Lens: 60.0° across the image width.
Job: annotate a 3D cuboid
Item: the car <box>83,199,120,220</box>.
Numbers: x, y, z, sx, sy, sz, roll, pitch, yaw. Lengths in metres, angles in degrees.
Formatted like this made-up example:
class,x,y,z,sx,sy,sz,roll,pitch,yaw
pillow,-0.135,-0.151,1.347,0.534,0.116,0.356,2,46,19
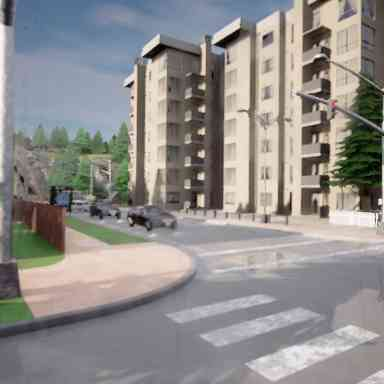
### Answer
class,x,y,z,sx,sy,sz,roll,pitch,yaw
car,-7.942,1.627,30.261,2.128,1.511,4.902,1,0,-32

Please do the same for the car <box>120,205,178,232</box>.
class,x,y,z,sx,sy,sz,roll,pitch,yaw
car,-2.677,1.627,21.680,2.128,1.511,4.902,1,0,-32

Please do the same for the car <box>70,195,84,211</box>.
class,x,y,z,sx,sy,sz,roll,pitch,yaw
car,-14.297,1.353,40.698,2.150,2.045,5.566,1,0,-31
